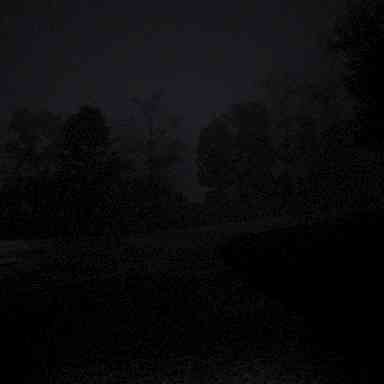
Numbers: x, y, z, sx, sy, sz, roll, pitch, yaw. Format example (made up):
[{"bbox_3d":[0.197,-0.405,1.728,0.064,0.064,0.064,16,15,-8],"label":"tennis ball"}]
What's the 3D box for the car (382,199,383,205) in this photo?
[{"bbox_3d":[29.096,1.192,48.267,2.033,1.411,5.357,-4,-1,41],"label":"car"}]
